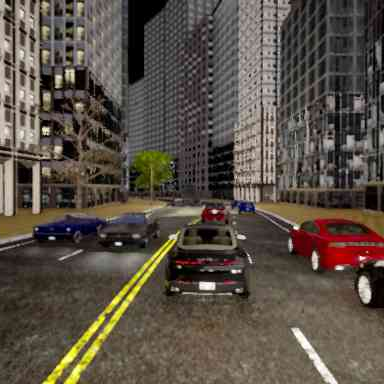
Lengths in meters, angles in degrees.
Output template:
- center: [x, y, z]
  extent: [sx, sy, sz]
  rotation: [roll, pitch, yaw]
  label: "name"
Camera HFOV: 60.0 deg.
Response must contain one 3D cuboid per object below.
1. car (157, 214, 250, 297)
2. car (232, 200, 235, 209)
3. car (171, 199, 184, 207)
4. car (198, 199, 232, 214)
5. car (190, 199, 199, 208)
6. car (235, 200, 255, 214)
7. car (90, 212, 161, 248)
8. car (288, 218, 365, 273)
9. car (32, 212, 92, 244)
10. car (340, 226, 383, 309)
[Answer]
- center: [0.402, 1.573, 8.798]
  extent: [1.837, 1.490, 4.892]
  rotation: [0, 0, 3]
  label: "car"
- center: [7.119, 1.935, 52.720]
  extent: [1.812, 1.442, 4.674]
  rotation: [0, 0, 1]
  label: "car"
- center: [-2.521, 1.978, 58.859]
  extent: [1.994, 1.385, 4.181]
  rotation: [0, 0, 1]
  label: "car"
- center: [1.944, 1.559, 26.965]
  extent: [2.097, 1.767, 4.553]
  rotation: [0, 0, 6]
  label: "car"
- center: [0.723, 1.925, 58.307]
  extent: [1.837, 1.490, 4.892]
  rotation: [0, 0, 1]
  label: "car"
- center: [6.517, 1.800, 40.043]
  extent: [1.882, 1.535, 5.008]
  rotation: [0, -1, 6]
  label: "car"
- center: [-2.674, 1.650, 15.596]
  extent: [2.033, 1.411, 5.357]
  rotation: [0, 0, 4]
  label: "car"
- center: [4.573, 1.583, 11.044]
  extent: [1.882, 1.535, 5.008]
  rotation: [0, 0, 3]
  label: "car"
- center: [-5.854, 1.693, 16.462]
  extent: [1.895, 1.301, 4.718]
  rotation: [0, 0, 4]
  label: "car"
- center: [4.314, 1.564, 5.195]
  extent: [1.837, 1.490, 4.892]
  rotation: [0, 0, 2]
  label: "car"
